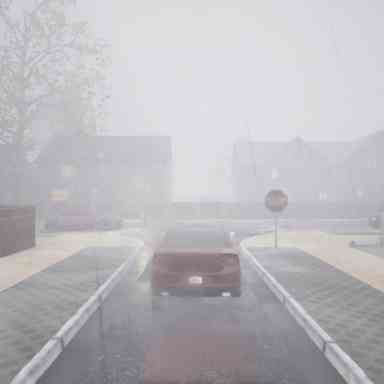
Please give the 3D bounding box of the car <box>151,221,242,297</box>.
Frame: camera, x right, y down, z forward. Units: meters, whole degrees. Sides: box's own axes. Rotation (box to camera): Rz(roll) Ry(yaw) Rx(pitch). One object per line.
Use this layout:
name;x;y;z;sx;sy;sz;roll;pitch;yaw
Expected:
car;0.149;1.482;8.629;1.882;1.535;5.008;0;0;2

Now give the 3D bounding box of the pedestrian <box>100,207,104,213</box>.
pedestrian;-6.746;1.368;24.934;0.375;1.860;0.375;0;-1;1

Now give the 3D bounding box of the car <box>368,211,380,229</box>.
car;12.309;1.469;18.843;4.181;1.385;1.994;0;-1;1

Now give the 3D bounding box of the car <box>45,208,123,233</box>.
car;-6.104;1.635;19.057;4.181;1.385;1.994;-1;-1;1
